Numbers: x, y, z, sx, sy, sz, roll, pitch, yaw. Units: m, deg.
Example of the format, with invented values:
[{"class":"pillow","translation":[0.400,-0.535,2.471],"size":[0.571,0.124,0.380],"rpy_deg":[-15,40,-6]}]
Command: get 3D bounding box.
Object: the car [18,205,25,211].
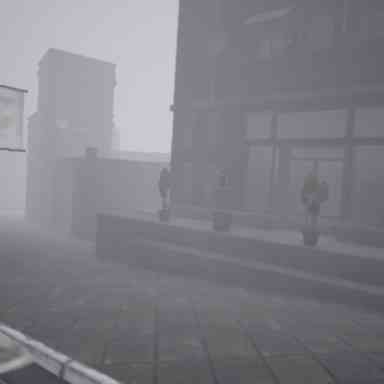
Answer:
[{"class":"car","translation":[-27.624,2.683,57.232],"size":[1.812,1.442,4.674],"rpy_deg":[4,-1,15]}]
